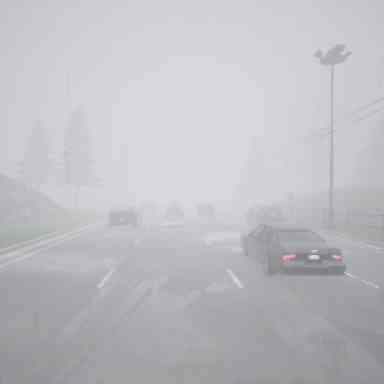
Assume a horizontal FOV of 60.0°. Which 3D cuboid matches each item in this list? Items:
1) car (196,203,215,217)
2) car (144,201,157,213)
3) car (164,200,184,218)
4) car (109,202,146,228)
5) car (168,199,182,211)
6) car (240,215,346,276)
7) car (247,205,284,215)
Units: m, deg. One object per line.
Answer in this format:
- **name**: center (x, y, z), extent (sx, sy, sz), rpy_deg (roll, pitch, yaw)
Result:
- **car**: center (1.499, 1.989, 38.220), extent (1.882, 1.535, 5.008), rpy_deg (1, -1, -3)
- **car**: center (-5.915, 1.999, 45.823), extent (1.837, 1.490, 4.892), rpy_deg (1, -2, -3)
- **car**: center (-1.875, 1.955, 35.759), extent (1.812, 1.442, 4.674), rpy_deg (1, -1, -3)
- **car**: center (-4.767, 1.718, 24.279), extent (1.882, 1.535, 5.008), rpy_deg (1, -1, -3)
- **car**: center (-2.747, 1.981, 52.300), extent (2.097, 1.767, 4.553), rpy_deg (1, -1, -4)
- **car**: center (2.952, 1.733, 10.934), extent (2.033, 1.411, 5.357), rpy_deg (1, -1, -3)
- **car**: center (5.661, 1.769, 25.936), extent (2.097, 1.767, 4.553), rpy_deg (1, -1, -3)
